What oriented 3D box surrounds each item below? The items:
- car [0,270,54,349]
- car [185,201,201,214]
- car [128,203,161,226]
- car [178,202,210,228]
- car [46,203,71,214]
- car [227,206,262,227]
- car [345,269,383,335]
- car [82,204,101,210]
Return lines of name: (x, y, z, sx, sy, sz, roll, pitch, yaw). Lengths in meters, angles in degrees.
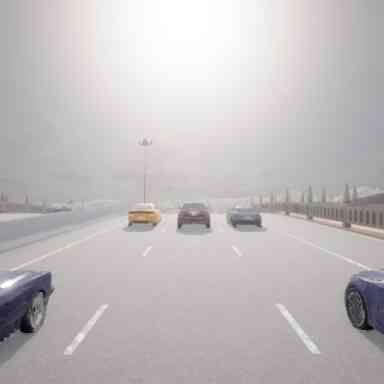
car: (-3.398, 1.617, 3.856, 1.895, 1.301, 4.718, 0, 0, 0)
car: (0.129, 1.948, 40.813, 1.882, 1.535, 5.008, 0, -3, 0)
car: (-3.383, 1.577, 24.433, 1.882, 1.535, 5.008, 0, 0, 0)
car: (0.116, 1.445, 23.121, 2.097, 1.767, 4.553, 0, 0, 0)
car: (-17.535, 2.180, 43.937, 1.812, 1.442, 4.674, 0, -4, 0)
car: (3.617, 1.660, 23.593, 1.994, 1.385, 4.181, 0, 0, 0)
car: (3.603, 1.542, 3.959, 1.812, 1.442, 4.674, 0, 0, 0)
car: (-14.010, 2.463, 47.418, 2.033, 1.411, 5.357, 0, -5, 1)
